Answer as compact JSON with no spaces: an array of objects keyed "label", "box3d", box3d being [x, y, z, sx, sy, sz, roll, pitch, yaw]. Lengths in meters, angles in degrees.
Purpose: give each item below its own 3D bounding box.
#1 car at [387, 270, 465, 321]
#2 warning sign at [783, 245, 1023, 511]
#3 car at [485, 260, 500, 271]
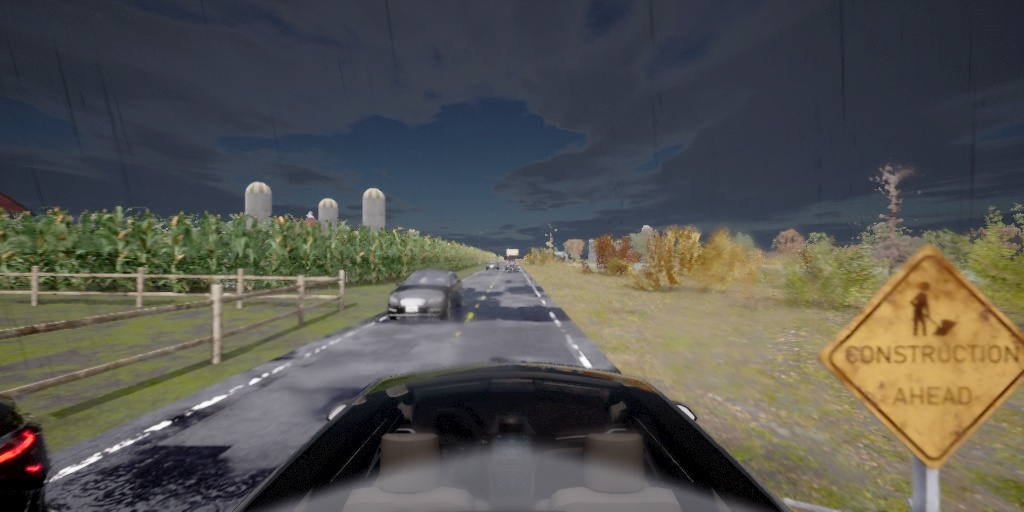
[{"label":"car","box3d":[-2.822,1.247,12.635,2.128,1.511,4.902,0,0,0]},{"label":"warning sign","box3d":[2.449,0.866,2.115,1.300,1.860,1.060,0,0,0]},{"label":"car","box3d":[-2.790,1.317,51.958,2.128,1.511,4.902,0,0,0]}]
